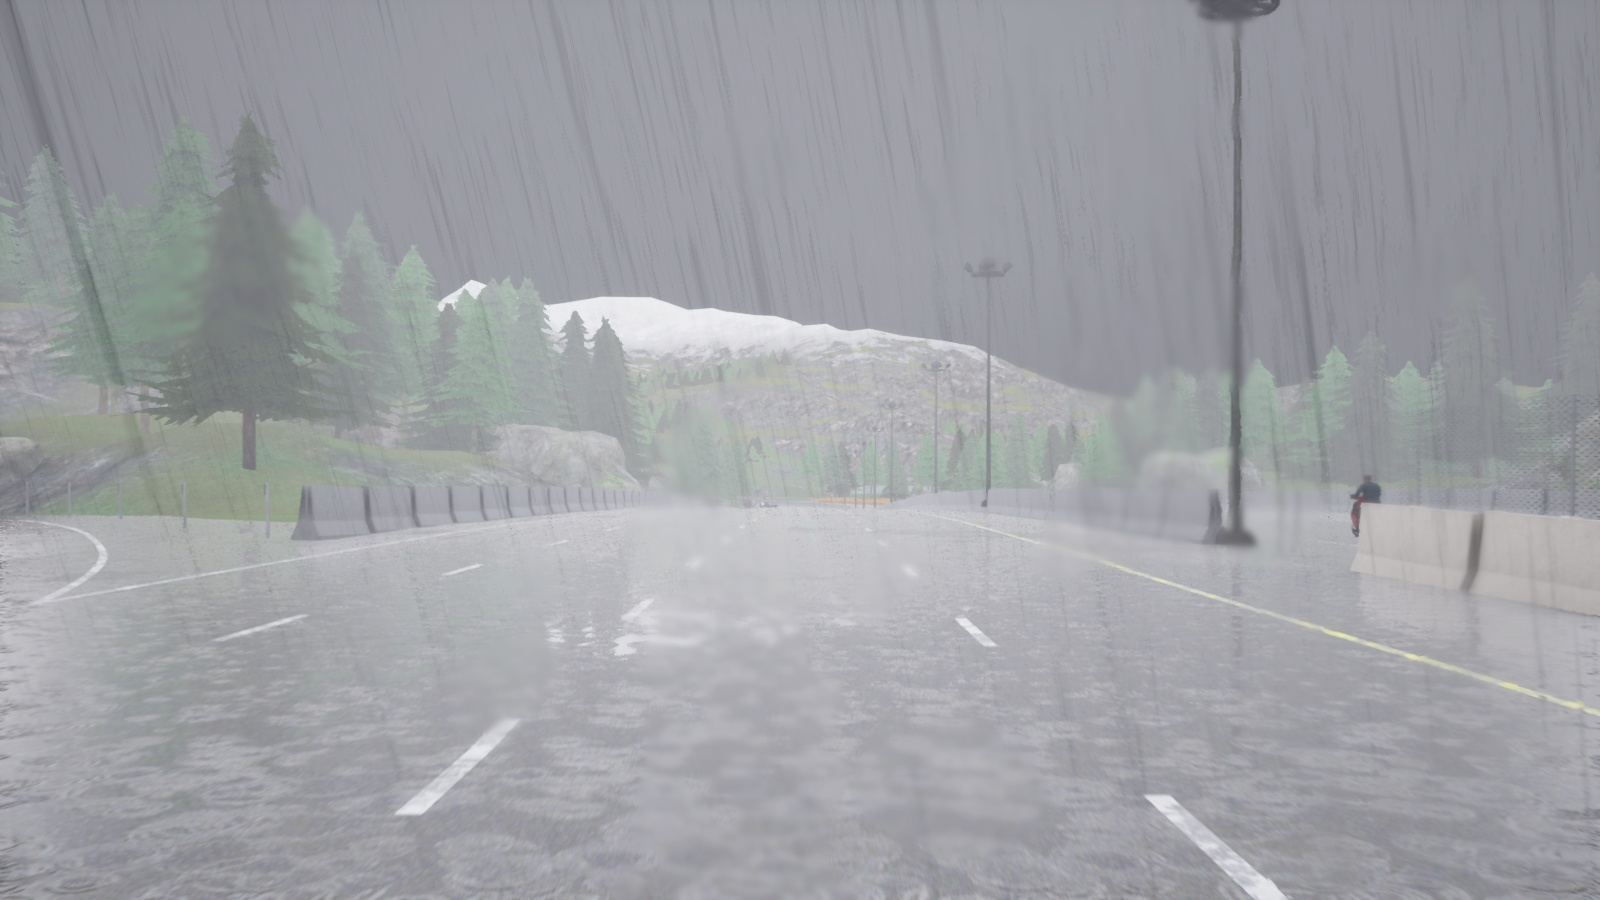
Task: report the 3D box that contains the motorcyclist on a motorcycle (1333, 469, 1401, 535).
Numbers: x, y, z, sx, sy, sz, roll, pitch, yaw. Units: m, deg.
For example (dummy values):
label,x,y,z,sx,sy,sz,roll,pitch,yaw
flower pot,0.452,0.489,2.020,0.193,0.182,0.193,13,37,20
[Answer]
label,x,y,z,sx,sy,sz,roll,pitch,yaw
motorcyclist on a motorcycle,14.113,1.300,31.322,0.866,1.590,1.817,0,-2,1
